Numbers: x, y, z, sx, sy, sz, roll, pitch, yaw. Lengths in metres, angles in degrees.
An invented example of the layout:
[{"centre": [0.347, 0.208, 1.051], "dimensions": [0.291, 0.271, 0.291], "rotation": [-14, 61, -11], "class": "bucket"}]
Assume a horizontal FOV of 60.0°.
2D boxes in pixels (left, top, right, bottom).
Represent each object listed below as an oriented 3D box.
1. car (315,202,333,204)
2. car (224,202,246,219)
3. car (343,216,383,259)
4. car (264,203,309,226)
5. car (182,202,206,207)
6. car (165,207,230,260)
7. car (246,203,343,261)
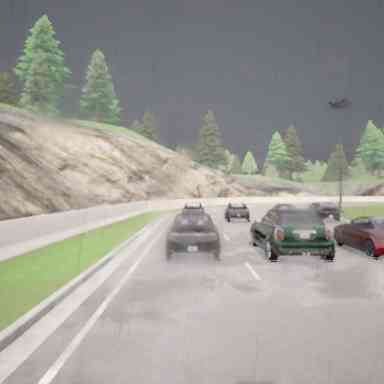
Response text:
[{"centre": [10.687, 1.596, 27.619], "dimensions": [1.837, 1.490, 4.892], "rotation": [0, 0, 3], "class": "car"}, {"centre": [3.691, 1.581, 27.602], "dimensions": [2.128, 1.511, 4.902], "rotation": [0, 0, 3], "class": "car"}, {"centre": [7.044, 1.606, 12.809], "dimensions": [1.994, 1.385, 4.181], "rotation": [0, 0, 1], "class": "car"}, {"centre": [7.069, 1.630, 25.458], "dimensions": [2.033, 1.411, 5.357], "rotation": [0, 0, 2], "class": "car"}, {"centre": [0.160, 1.581, 27.602], "dimensions": [2.128, 1.511, 4.902], "rotation": [0, 0, 2], "class": "car"}, {"centre": [0.042, 1.533, 12.608], "dimensions": [2.128, 1.511, 4.902], "rotation": [0, 0, 0], "class": "car"}, {"centre": [3.541, 1.392, 12.520], "dimensions": [2.097, 1.767, 4.553], "rotation": [0, 0, 0], "class": "car"}]
